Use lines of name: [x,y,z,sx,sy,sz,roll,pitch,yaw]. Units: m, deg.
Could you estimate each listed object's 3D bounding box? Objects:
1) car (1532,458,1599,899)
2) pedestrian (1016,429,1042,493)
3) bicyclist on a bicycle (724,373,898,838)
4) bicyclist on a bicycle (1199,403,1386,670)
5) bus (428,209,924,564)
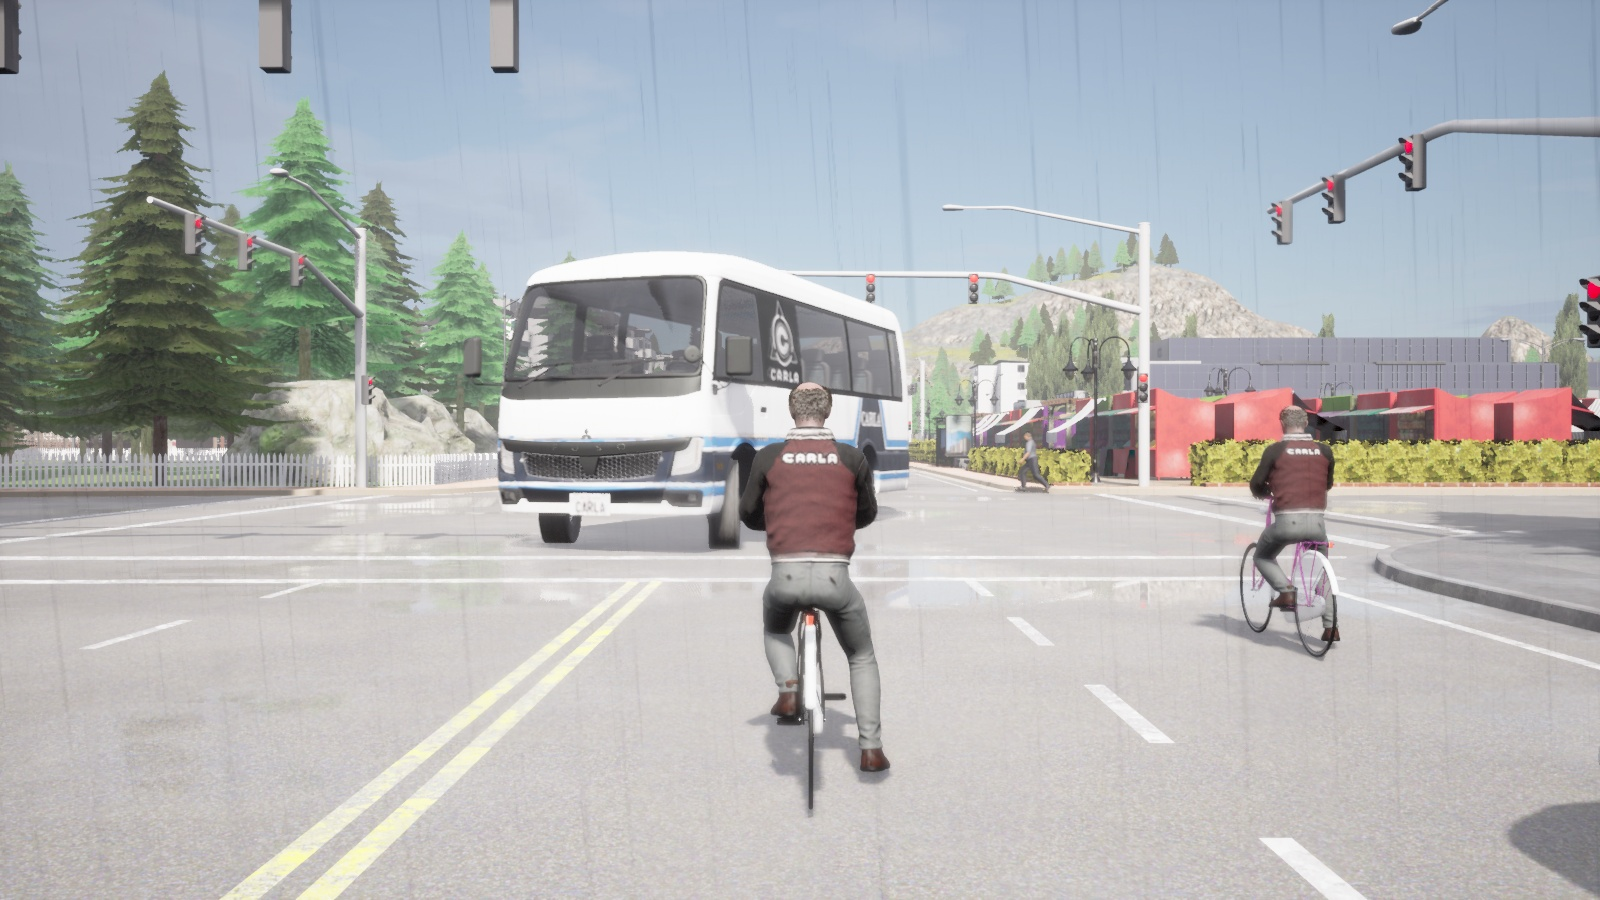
car: [3.526,0.763,2.164,1.812,1.442,4.674,0,0,0]
pedestrian: [6.664,0.314,36.521,0.694,1.848,0.540,0,0,7]
bicyclist on a bicycle: [0.046,0.585,5.708,0.659,1.776,1.843,0,1,0]
bicyclist on a bicycle: [3.564,0.568,9.269,0.659,1.776,1.843,0,1,0]
bus: [-1.212,-0.765,20.536,3.944,4.253,10.273,0,0,20]
